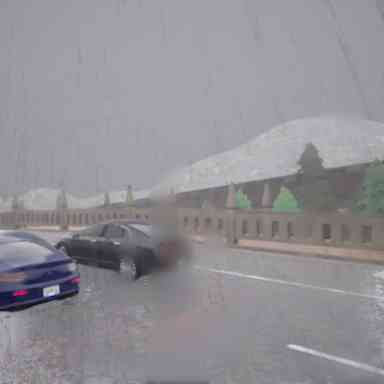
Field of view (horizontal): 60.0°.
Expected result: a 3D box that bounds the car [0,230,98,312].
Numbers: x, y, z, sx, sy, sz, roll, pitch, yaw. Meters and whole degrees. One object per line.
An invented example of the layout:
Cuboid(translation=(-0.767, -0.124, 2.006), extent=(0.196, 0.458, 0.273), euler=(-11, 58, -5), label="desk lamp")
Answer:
Cuboid(translation=(-4.318, 1.567, 7.214), extent=(4.674, 1.442, 1.812), euler=(0, -1, 36), label="car")

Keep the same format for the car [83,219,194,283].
Cuboid(translation=(-2.224, 1.585, 10.018), extent=(4.892, 1.490, 1.837), euler=(0, -1, 36), label="car")
